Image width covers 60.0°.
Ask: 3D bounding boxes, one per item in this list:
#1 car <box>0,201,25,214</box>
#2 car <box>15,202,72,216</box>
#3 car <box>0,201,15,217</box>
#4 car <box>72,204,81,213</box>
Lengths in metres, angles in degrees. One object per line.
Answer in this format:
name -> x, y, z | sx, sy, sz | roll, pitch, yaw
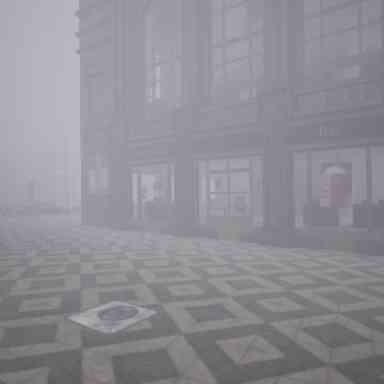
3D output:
car -> -21.124, 1.698, 36.758 | 2.008, 1.369, 4.403 | -1, -1, 35
car -> -14.186, 1.582, 31.806 | 1.947, 1.339, 4.313 | -1, -1, 35
car -> -17.464, 1.547, 27.179 | 2.008, 1.369, 4.403 | -1, -1, 35
car -> -10.812, 1.567, 36.569 | 1.752, 1.417, 4.829 | -1, -1, 35
